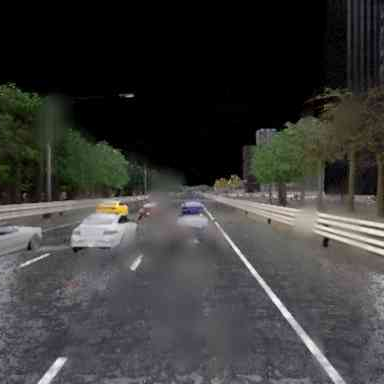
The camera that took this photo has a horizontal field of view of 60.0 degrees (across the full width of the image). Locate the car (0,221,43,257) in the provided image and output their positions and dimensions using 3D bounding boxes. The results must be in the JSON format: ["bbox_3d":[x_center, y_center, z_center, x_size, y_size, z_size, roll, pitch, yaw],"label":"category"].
[{"bbox_3d":[-6.936,1.623,11.240,1.895,1.301,4.718,0,0,0],"label":"car"}]

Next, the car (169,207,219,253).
[{"bbox_3d":[0.079,1.551,13.666,1.812,1.442,4.674,0,0,0],"label":"car"}]

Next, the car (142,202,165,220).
[{"bbox_3d":[-3.414,1.572,28.711,1.812,1.442,4.674,0,0,0],"label":"car"}]

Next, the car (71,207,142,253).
[{"bbox_3d":[-3.421,1.551,13.608,1.812,1.442,4.674,0,0,0],"label":"car"}]

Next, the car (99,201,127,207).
[{"bbox_3d":[-6.912,1.525,29.133,1.882,1.535,5.008,0,0,0],"label":"car"}]

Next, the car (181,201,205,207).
[{"bbox_3d":[0.086,1.524,29.160,1.882,1.535,5.008,0,0,0],"label":"car"}]
